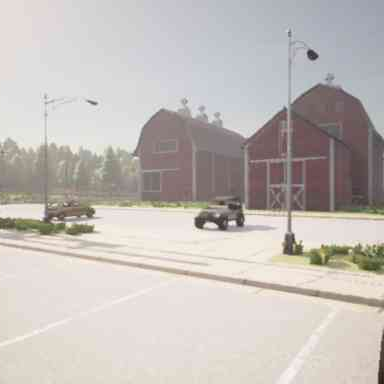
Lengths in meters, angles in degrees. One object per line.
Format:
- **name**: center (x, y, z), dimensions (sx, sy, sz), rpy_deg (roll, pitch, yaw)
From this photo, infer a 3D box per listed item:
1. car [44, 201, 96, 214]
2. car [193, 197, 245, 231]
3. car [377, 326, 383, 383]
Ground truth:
- **car**: center (-9.881, 1.434, 27.103), dimensions (1.816, 1.474, 4.193), rpy_deg (0, 0, 33)
- **car**: center (1.786, 1.237, 20.323), dimensions (1.905, 1.878, 3.866), rpy_deg (0, 0, 33)
- **car**: center (3.237, 1.288, 3.667), dimensions (1.932, 1.855, 4.605), rpy_deg (0, 0, 33)
